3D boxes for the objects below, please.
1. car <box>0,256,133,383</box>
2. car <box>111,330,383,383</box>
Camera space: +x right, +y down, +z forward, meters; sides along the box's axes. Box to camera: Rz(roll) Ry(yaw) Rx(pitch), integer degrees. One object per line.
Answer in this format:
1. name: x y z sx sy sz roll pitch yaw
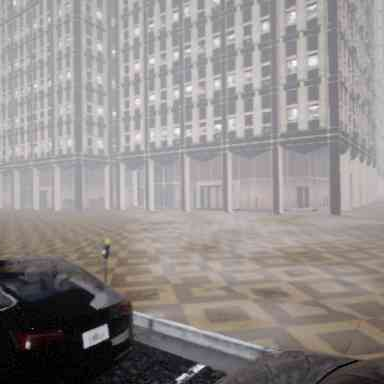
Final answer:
1. car: -2.735 1.625 4.828 4.313 1.339 1.947 -1 -1 36
2. car: 1.849 1.557 1.556 4.313 1.339 1.947 -1 -1 36
